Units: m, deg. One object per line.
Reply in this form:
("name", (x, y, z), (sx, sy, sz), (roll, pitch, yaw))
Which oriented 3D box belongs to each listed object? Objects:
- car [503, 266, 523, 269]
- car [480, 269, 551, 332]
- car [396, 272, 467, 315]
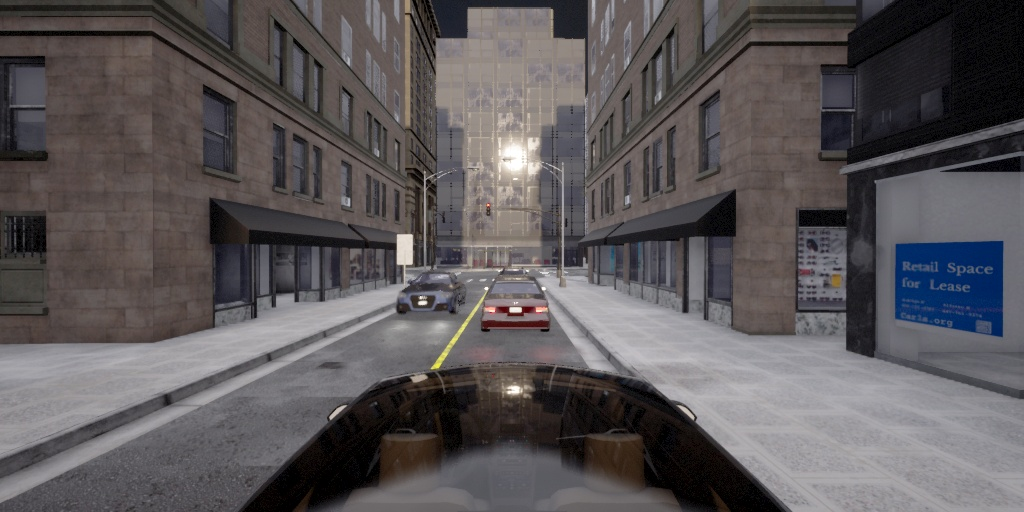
("car", (0.085, 1.300, 21.478), (1.994, 1.385, 4.181), (0, 0, 0))
("car", (0.094, 1.293, 10.812), (2.033, 1.411, 5.357), (0, 0, 0))
("car", (-2.857, 1.307, 13.455), (1.994, 1.385, 4.181), (0, 0, 0))
